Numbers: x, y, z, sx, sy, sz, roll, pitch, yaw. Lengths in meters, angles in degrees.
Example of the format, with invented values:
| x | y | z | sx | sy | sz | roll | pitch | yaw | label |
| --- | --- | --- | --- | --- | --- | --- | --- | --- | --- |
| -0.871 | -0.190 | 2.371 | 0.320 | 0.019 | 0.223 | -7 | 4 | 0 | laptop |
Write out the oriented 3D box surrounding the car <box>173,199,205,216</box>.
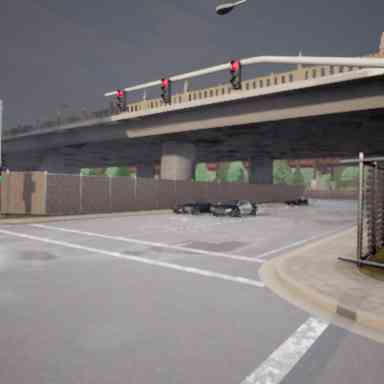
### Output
| x | y | z | sx | sy | sz | roll | pitch | yaw | label |
| --- | --- | --- | --- | --- | --- | --- | --- | --- | --- |
| 0.252 | 1.322 | 29.170 | 1.994 | 1.385 | 4.181 | 1 | 1 | 37 | car |

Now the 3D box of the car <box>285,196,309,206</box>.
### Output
| x | y | z | sx | sy | sz | roll | pitch | yaw | label |
| --- | --- | --- | --- | --- | --- | --- | --- | --- | --- |
| 15.702 | 1.330 | 49.488 | 2.033 | 1.411 | 5.357 | 1 | 1 | 37 | car |

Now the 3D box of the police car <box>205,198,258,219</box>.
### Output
| x | y | z | sx | sy | sz | roll | pitch | yaw | label |
| --- | --- | --- | --- | --- | --- | --- | --- | --- | --- |
| 3.523 | 1.332 | 27.527 | 2.038 | 1.542 | 4.974 | 1 | 1 | 37 | police car |
